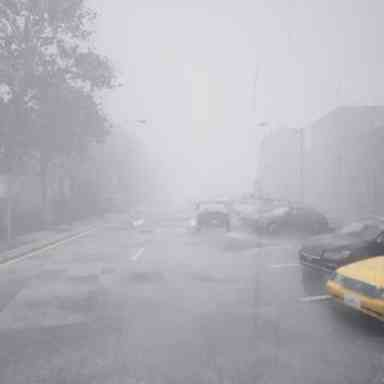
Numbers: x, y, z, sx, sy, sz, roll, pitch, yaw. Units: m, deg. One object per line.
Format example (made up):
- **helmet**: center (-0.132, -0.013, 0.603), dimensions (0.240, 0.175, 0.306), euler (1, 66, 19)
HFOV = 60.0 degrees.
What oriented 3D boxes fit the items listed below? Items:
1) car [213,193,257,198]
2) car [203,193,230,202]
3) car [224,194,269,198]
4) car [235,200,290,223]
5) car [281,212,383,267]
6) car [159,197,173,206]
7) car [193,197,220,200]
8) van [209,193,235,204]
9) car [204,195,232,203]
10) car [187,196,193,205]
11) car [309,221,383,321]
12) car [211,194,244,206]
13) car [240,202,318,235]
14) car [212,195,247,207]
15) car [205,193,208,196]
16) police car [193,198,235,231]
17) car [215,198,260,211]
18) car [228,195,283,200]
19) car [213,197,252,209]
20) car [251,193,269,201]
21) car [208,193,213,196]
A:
- **car**: center (5.405, 1.168, 33.384), dimensions (5.566, 2.045, 2.435), euler (1, 0, -20)
- **car**: center (5.624, 1.202, 75.473), dimensions (5.566, 2.045, 2.435), euler (1, 0, -20)
- **car**: center (5.415, 1.301, 27.410), dimensions (4.553, 1.767, 2.185), euler (1, 0, -20)
- **car**: center (5.325, 1.464, 21.389), dimensions (4.792, 1.488, 2.163), euler (1, 0, -20)
- **car**: center (5.323, 1.464, 9.396), dimensions (4.892, 1.521, 2.231), euler (1, 0, -20)
- **car**: center (-3.930, 1.499, 51.411), dimensions (1.994, 1.385, 4.181), euler (0, 0, 0)
- **car**: center (1.246, 1.442, 30.129), dimensions (1.837, 1.490, 4.892), euler (0, 0, 0)
- **van**: center (5.686, 1.212, 63.481), dimensions (4.442, 1.987, 1.878), euler (1, 0, -20)
- **car**: center (5.416, 1.439, 69.381), dimensions (5.366, 1.575, 1.946), euler (1, 0, -20)
- **car**: center (0.176, 1.432, 56.196), dimensions (2.128, 1.511, 4.902), euler (0, 0, 0)
- **car**: center (5.136, 1.465, 6.332), dimensions (5.366, 1.575, 1.946), euler (1, 0, -20)
- **car**: center (5.489, 1.295, 51.416), dimensions (4.553, 1.767, 2.185), euler (1, 0, -20)
- **car**: center (5.342, 1.482, 18.397), dimensions (4.674, 1.452, 2.002), euler (1, 0, -20)
- **car**: center (5.473, 1.293, 48.415), dimensions (4.553, 1.767, 2.185), euler (1, 0, -20)
- **car**: center (5.556, 1.432, 60.436), dimensions (5.008, 1.535, 2.097), euler (1, 0, -20)
- **police car**: center (1.202, 1.377, 20.238), dimensions (1.930, 1.638, 5.238), euler (0, 0, 0)
- **car**: center (5.422, 1.446, 39.400), dimensions (4.792, 1.488, 2.163), euler (1, 0, -20)
- **car**: center (5.399, 1.305, 24.408), dimensions (4.553, 1.767, 2.185), euler (1, 0, -20)
- **car**: center (5.461, 1.447, 45.401), dimensions (4.792, 1.488, 2.163), euler (1, 0, -20)
- **car**: center (18.638, 1.235, 91.426), dimensions (2.435, 2.045, 5.566), euler (0, 1, -21)
- **car**: center (5.446, 1.165, 42.401), dimensions (5.566, 2.045, 2.435), euler (1, 0, -20)
